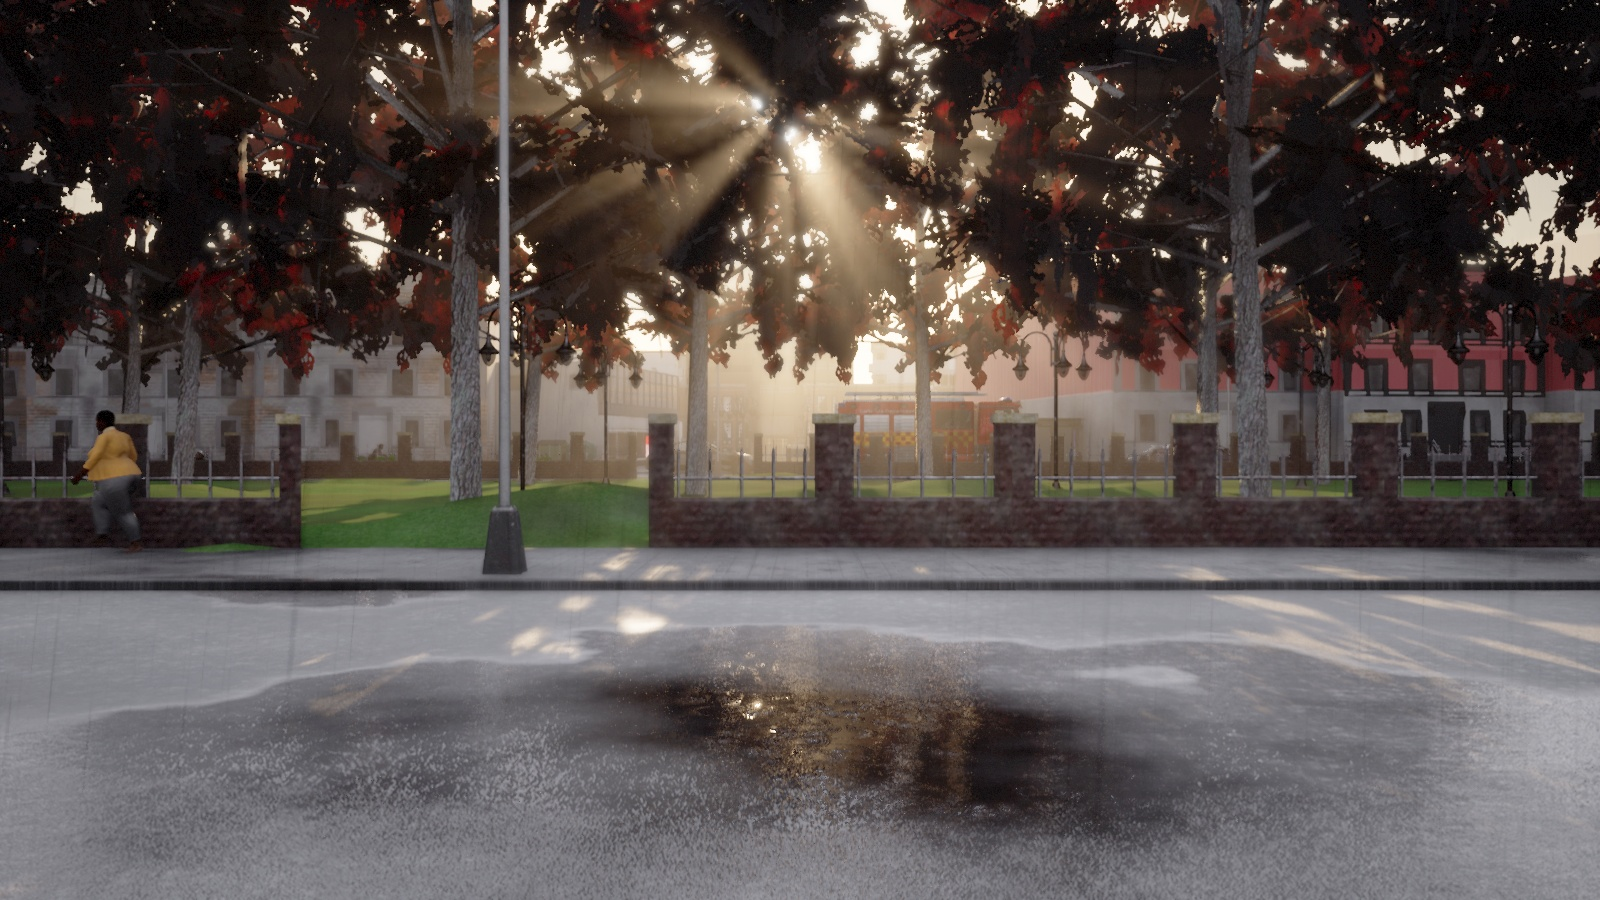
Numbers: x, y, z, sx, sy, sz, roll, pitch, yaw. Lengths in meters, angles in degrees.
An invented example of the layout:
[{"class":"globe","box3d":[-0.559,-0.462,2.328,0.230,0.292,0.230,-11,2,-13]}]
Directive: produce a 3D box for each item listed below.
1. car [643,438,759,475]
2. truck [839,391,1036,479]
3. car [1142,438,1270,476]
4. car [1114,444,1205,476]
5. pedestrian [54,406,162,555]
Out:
[{"class":"car","box3d":[-4.368,0.278,56.073,5.027,1.651,2.152,0,0,0]},{"class":"truck","box3d":[6.020,-0.656,56.028,8.468,3.827,2.891,0,0,0]},{"class":"car","box3d":[18.057,0.297,55.987,5.027,1.651,2.152,0,0,0]},{"class":"car","box3d":[17.132,0.466,59.992,3.806,1.475,1.970,0,0,0]},{"class":"pedestrian","box3d":[-8.884,0.379,16.152,0.900,1.855,0.874,0,0,0]}]
